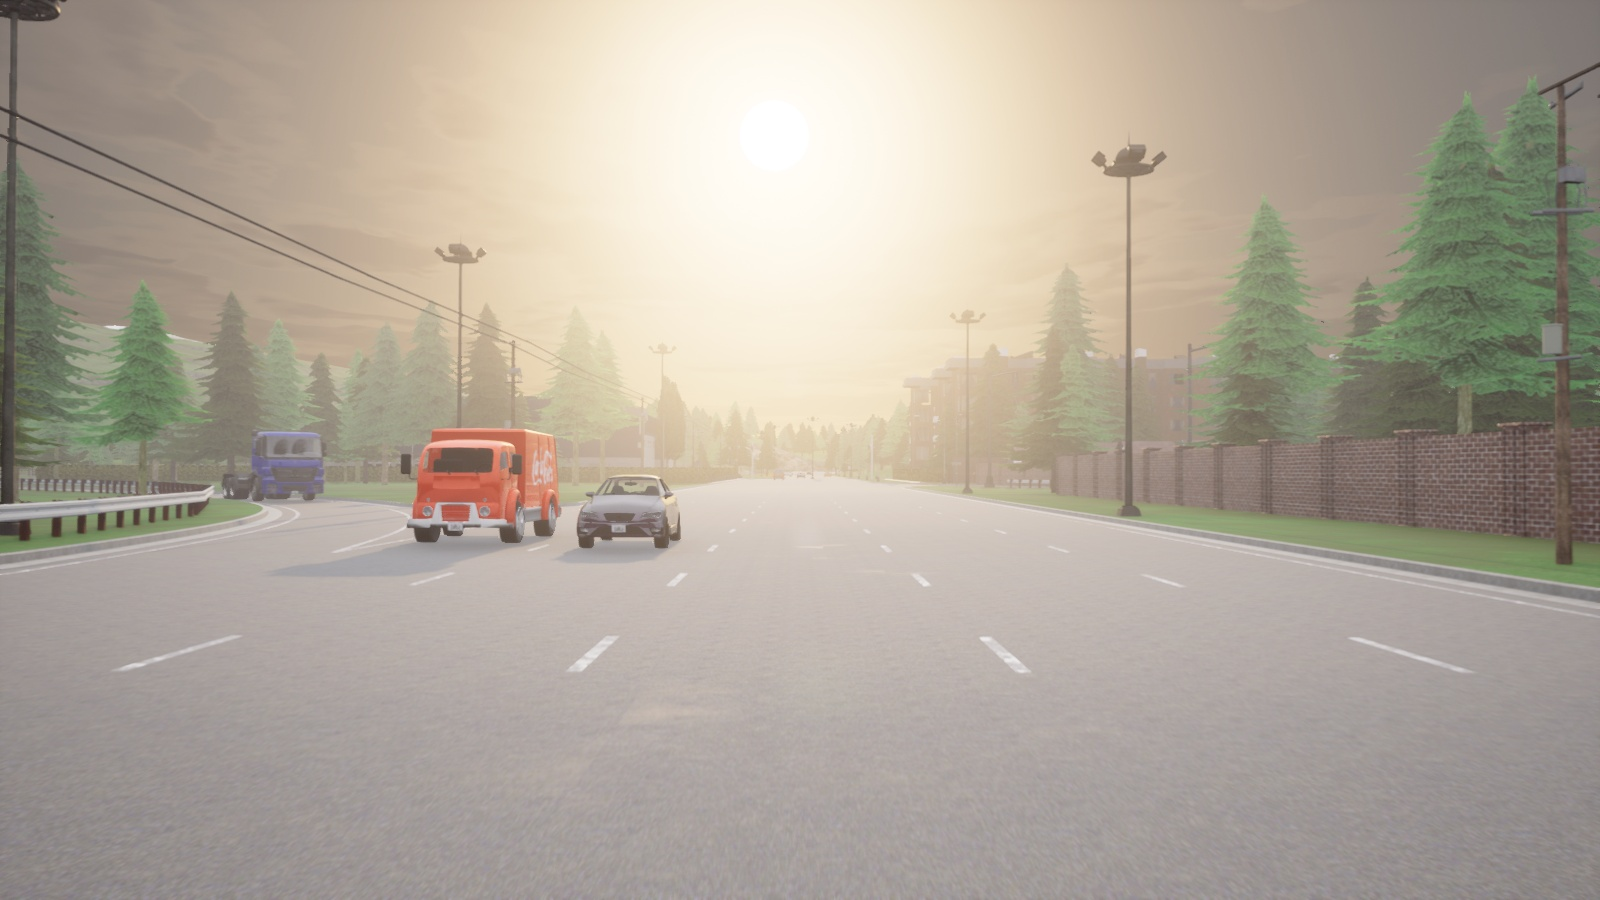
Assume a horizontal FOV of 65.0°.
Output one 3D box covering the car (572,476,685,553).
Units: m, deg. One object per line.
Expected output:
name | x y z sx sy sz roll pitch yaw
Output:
car | -3.505 1.283 26.309 1.816 1.474 4.193 0 -1 0

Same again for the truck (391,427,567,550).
truck | -7.005 0.828 28.086 2.627 2.467 5.204 0 -1 0

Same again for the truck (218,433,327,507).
truck | -26.388 0.989 62.644 2.891 3.462 7.936 1 -1 -39
